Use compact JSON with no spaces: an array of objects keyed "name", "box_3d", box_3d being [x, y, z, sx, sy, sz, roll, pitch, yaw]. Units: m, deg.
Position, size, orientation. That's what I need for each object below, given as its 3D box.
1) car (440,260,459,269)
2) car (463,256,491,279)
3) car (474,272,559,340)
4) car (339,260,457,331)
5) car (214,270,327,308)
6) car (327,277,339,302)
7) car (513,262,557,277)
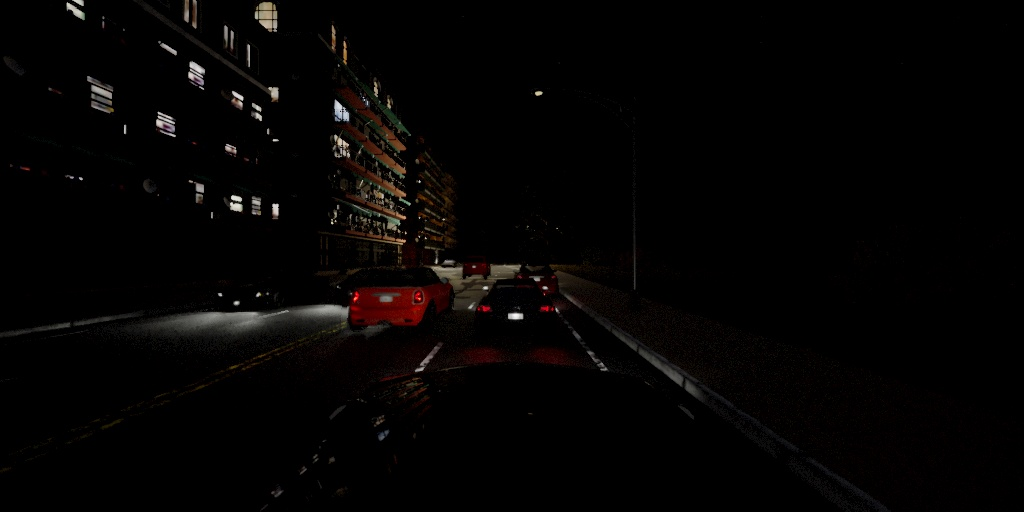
[{"name":"car","box_3d":[-9.824,1.298,56.404,2.033,1.411,5.357,0,0,0]},{"name":"car","box_3d":[-3.144,0.976,32.657,2.150,2.045,5.566,0,0,0]},{"name":"car","box_3d":[0.096,1.315,9.999,1.994,1.385,4.181,0,0,0]},{"name":"car","box_3d":[-3.150,1.105,11.113,2.097,1.767,4.553,0,0,0]},{"name":"car","box_3d":[-9.846,1.299,15.476,2.033,1.411,5.357,0,0,0]},{"name":"car","box_3d":[-6.595,1.278,17.062,1.812,1.442,4.674,0,0,0]},{"name":"car","box_3d":[1.141,1.103,18.579,2.097,1.767,4.553,0,0,0]}]
